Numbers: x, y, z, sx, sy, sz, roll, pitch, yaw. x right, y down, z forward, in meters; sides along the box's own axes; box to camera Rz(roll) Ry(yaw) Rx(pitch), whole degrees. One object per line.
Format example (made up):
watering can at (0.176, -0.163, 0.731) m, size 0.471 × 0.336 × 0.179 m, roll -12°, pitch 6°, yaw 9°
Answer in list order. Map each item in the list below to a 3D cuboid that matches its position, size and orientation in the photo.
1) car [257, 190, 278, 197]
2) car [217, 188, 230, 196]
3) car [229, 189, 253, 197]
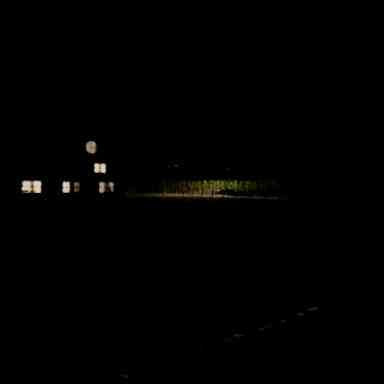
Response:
car at (15.391, 0.363, 68.142) m, size 1.812 × 1.442 × 4.674 m, roll 0°, pitch 1°, yaw -35°
car at (7.891, -0.080, 78.660) m, size 2.097 × 1.767 × 4.553 m, roll 0°, pitch 1°, yaw -35°
car at (10.567, 0.407, 68.878) m, size 1.895 × 1.301 × 4.718 m, roll 0°, pitch 1°, yaw -35°
